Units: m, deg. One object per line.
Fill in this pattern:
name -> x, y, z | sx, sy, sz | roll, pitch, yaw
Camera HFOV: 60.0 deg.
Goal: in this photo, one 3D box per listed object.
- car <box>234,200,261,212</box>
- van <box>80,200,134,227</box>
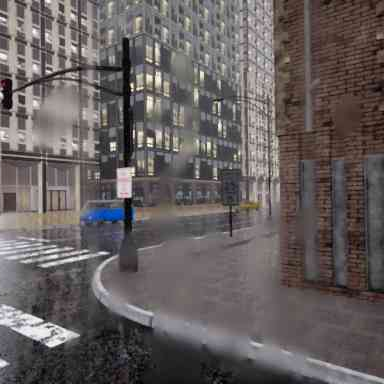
car -> 6.925, 1.686, 41.340 | 1.752, 1.417, 4.829 | -2, -1, 36
van -> -5.924, 1.457, 23.441 | 1.690, 1.788, 3.998 | -2, -1, 36
